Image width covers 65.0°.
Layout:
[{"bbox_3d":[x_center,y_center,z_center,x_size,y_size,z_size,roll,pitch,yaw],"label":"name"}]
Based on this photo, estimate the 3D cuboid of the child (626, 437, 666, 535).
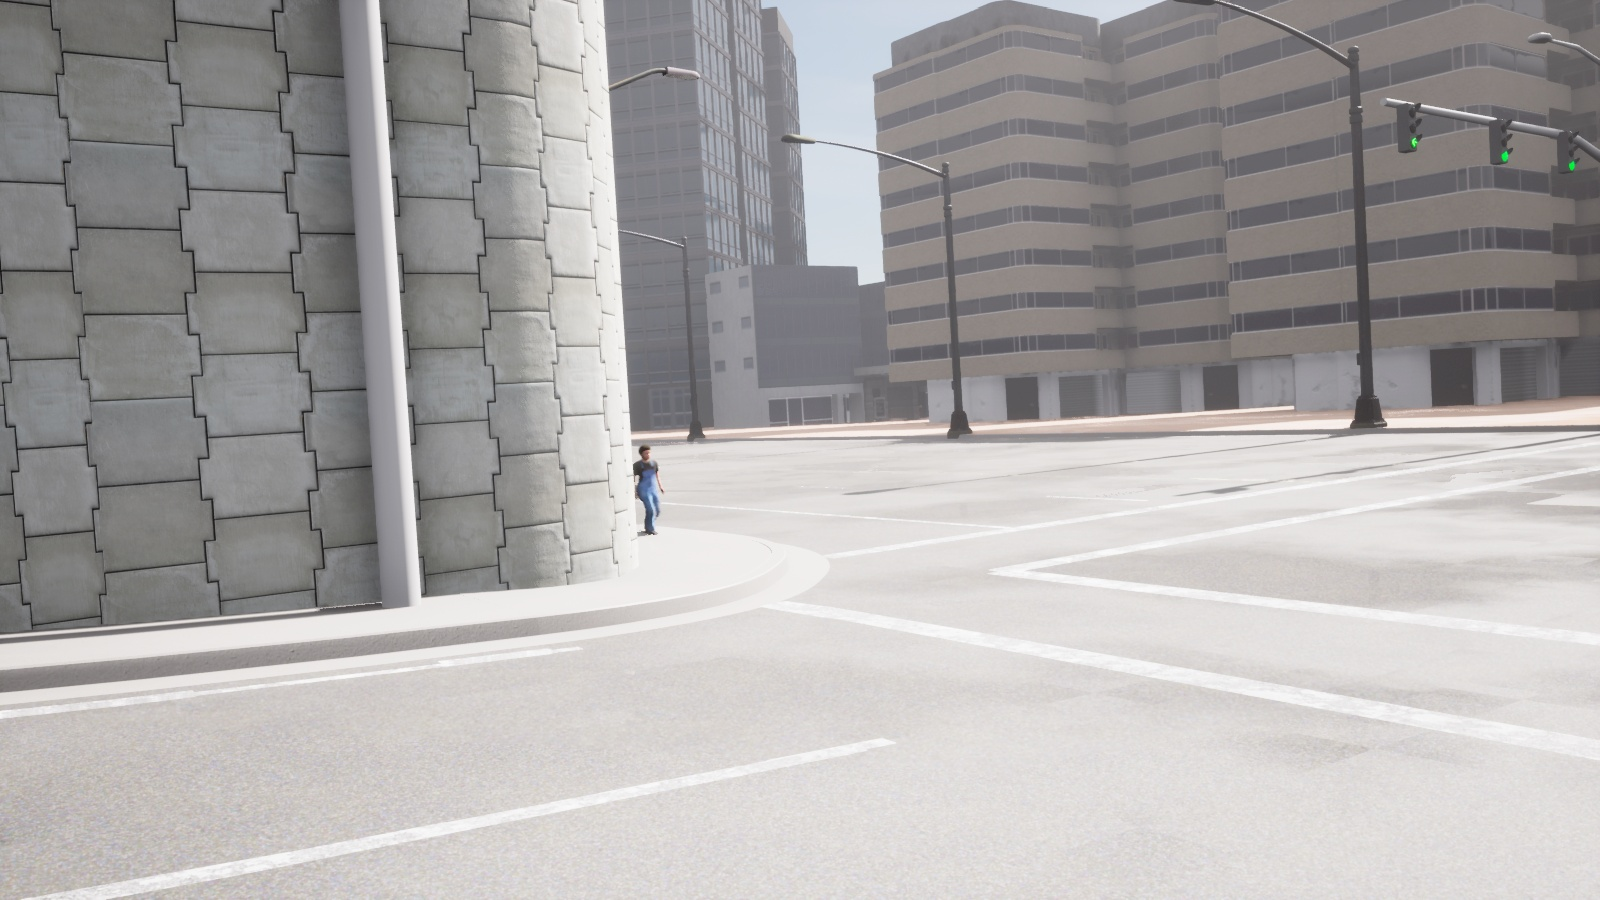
[{"bbox_3d":[-2.036,0.463,16.593,0.270,1.263,0.437,-5,3,-34],"label":"child"}]
